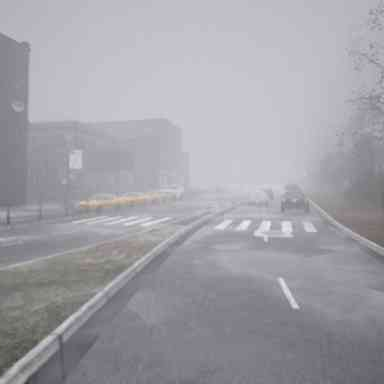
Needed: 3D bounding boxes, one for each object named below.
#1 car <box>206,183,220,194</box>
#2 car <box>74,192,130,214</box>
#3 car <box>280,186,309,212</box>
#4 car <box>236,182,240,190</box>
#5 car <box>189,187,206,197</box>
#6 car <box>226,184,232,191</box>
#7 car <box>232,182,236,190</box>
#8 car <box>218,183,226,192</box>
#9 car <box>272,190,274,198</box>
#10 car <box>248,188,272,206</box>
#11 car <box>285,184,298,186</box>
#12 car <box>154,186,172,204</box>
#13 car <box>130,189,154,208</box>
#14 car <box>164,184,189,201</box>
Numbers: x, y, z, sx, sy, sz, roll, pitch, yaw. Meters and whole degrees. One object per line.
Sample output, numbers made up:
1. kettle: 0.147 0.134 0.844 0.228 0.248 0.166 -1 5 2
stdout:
1. car: 3.329 -0.444 64.412 2.231 1.521 4.892 0 2 16
2. car: -7.379 0.822 26.941 1.946 1.575 5.366 0 2 16
3. car: 8.411 0.635 27.395 2.097 1.767 4.553 0 2 16
4. car: 10.878 -1.466 90.861 2.185 1.767 4.553 0 2 16
5. car: 0.283 -0.055 53.757 2.163 1.488 4.792 0 2 16
6. car: 7.365 -0.929 78.758 2.231 1.521 4.892 0 2 17
7. car: 9.304 -1.156 85.347 1.946 1.575 5.366 0 2 16
8. car: 4.833 -0.875 69.680 2.435 2.045 5.566 0 2 16
9. car: 10.182 0.178 45.635 2.128 1.511 4.902 0 2 17
10. car: 6.916 0.593 34.437 1.812 1.442 4.674 0 2 16
11. car: 13.786 -0.132 46.090 2.150 2.045 5.566 0 2 16
12. car: -4.338 0.460 37.556 1.946 1.575 5.366 0 2 16
13. car: -5.854 0.640 32.246 1.946 1.575 5.366 0 2 16
14. car: -2.743 0.023 43.130 2.435 2.045 5.566 0 2 16
